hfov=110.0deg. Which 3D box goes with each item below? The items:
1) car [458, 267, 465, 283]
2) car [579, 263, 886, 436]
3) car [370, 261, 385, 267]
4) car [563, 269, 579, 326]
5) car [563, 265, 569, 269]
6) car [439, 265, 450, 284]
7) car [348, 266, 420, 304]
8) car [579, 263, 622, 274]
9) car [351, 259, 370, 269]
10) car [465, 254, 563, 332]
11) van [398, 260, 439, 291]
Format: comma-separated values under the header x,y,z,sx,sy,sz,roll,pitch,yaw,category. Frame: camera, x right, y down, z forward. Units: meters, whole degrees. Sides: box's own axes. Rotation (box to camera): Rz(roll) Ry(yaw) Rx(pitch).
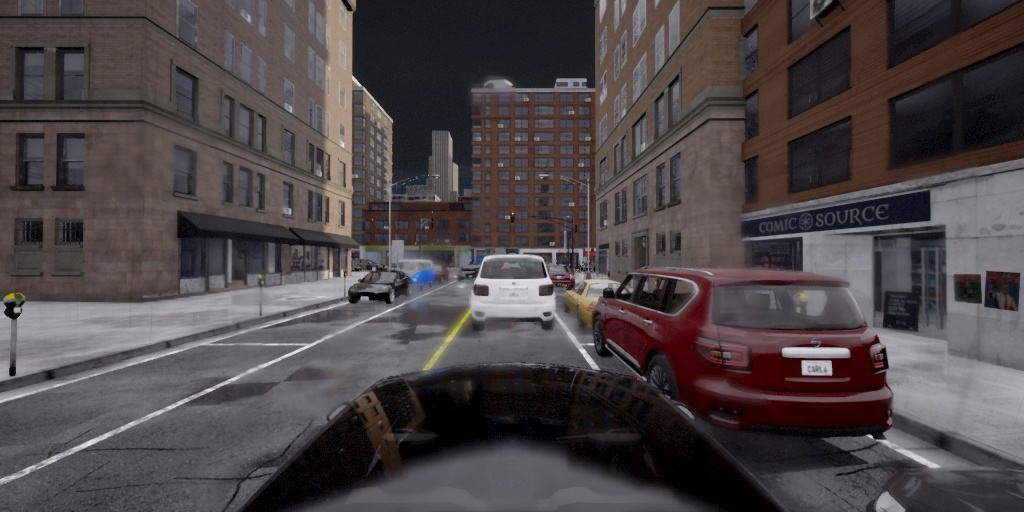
x,y,z,sx,sy,sz,roll,pitch,yaw,category
-3.084,1.345,28.607,1.994,1.385,4.181,0,0,0,car
2.662,1.067,5.535,2.192,1.841,5.009,0,0,0,car
-17.871,1.162,43.586,4.892,1.490,1.837,0,-1,0,car
2.652,1.283,11.188,1.751,1.417,4.829,0,0,0,car
2.631,1.211,21.983,1.967,1.591,4.097,0,0,0,car
-5.905,1.324,27.451,1.888,1.381,4.507,0,0,0,car
-5.884,1.330,16.486,1.948,1.339,4.313,0,0,0,car
10.659,1.475,43.460,4.718,1.301,1.895,0,-1,0,car
-19.405,1.158,40.342,5.357,1.411,2.033,0,-1,0,car
0.013,0.979,11.064,2.150,2.045,5.566,0,0,-1,car
-5.894,1.113,21.969,1.690,1.789,3.998,0,0,0,van
